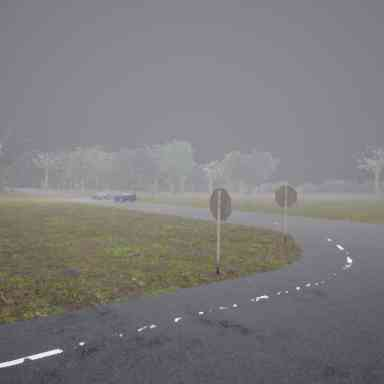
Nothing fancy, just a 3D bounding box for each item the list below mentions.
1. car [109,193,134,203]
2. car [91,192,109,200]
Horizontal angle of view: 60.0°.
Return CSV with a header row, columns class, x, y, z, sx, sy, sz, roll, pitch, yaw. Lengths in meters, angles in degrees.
class,x,y,z,sx,sy,sz,roll,pitch,yaw
car,-10.615,0.831,51.379,1.882,1.535,5.008,2,0,-35
car,-16.541,0.700,59.947,2.033,1.411,5.357,2,0,-35
